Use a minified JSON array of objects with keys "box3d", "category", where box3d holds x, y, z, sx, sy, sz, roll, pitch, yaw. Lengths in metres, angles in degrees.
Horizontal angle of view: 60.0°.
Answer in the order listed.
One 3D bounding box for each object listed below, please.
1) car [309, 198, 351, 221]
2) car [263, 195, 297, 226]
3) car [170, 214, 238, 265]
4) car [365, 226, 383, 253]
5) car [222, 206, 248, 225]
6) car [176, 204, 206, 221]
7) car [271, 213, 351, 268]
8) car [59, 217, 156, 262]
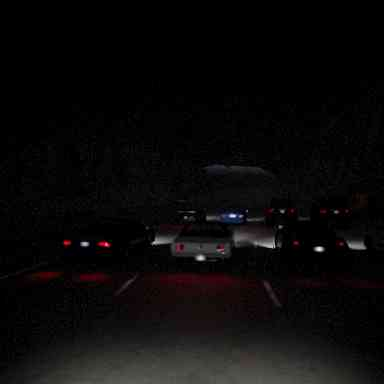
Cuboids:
[{"box3d":[10.238,1.473,24.980,2.150,2.045,5.566,0,0,12],"category":"car"},{"box3d":[6.808,1.469,25.679,2.150,2.045,5.566,0,0,12],"category":"car"},{"box3d":[0.594,1.714,12.195,1.895,1.301,4.718,0,0,9],"category":"car"},{"box3d":[7.571,1.652,11.432,1.812,1.442,4.674,0,0,9],"category":"car"},{"box3d":[3.371,1.796,26.338,2.033,1.411,5.357,0,0,12],"category":"car"},{"box3d":[0.006,1.741,27.336,2.128,1.511,4.902,0,0,12],"category":"car"},{"box3d":[4.091,1.684,11.847,1.994,1.385,4.181,0,0,9],"category":"car"},{"box3d":[-2.888,1.654,12.590,2.033,1.411,5.357,0,0,9],"category":"car"}]
